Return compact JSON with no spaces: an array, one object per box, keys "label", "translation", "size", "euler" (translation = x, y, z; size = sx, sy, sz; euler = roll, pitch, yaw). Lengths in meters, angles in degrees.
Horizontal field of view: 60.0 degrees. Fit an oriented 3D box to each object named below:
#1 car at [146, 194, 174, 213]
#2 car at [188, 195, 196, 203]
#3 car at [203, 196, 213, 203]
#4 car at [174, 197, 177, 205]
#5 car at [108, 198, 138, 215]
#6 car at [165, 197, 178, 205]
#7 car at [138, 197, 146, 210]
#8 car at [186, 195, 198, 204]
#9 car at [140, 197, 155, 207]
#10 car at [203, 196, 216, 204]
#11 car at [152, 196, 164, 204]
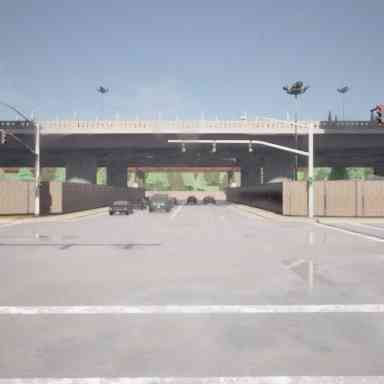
[{"label":"car","translation":[-3.595,1.233,38.067],"size":[2.150,2.045,5.566],"euler":[0,0,-1]},{"label":"car","translation":[-0.006,1.521,73.808],"size":[1.837,1.490,4.892],"euler":[0,0,0]},{"label":"car","translation":[3.494,1.573,73.809],"size":[1.994,1.385,4.181],"euler":[0,0,0]},{"label":"car","translation":[-3.582,1.519,47.880],"size":[1.837,1.490,4.892],"euler":[0,0,0]},{"label":"car","translation":[-7.119,1.557,33.886],"size":[2.033,1.411,5.357],"euler":[0,0,-3]},{"label":"car","translation":[-3.580,1.565,59.593],"size":[2.033,1.411,5.357],"euler":[0,0,0]},{"label":"car","translation":[-7.094,1.518,43.507],"size":[1.837,1.490,4.892],"euler":[0,0,0]},{"label":"car","translation":[-0.005,1.523,63.447],"size":[1.837,1.490,4.892],"euler":[0,0,0]},{"label":"car","translation":[-7.090,1.520,53.634],"size":[1.837,1.490,4.892],"euler":[0,0,0]},{"label":"car","translation":[3.495,1.544,63.822],"size":[1.812,1.442,4.674],"euler":[0,0,0]},{"label":"car","translation":[-7.005,1.598,68.734],"size":[2.033,1.411,5.357],"euler":[0,0,0]}]
